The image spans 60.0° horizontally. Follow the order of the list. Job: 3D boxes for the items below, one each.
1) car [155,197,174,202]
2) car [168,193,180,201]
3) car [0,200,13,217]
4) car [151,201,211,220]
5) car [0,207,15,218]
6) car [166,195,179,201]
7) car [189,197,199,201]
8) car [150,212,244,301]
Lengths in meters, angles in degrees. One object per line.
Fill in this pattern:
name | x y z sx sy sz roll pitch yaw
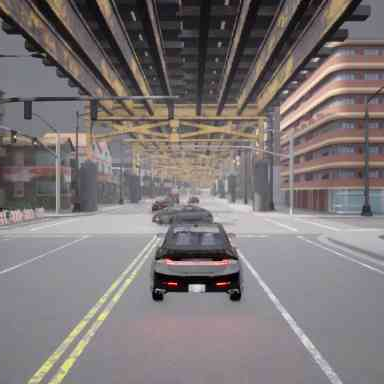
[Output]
car | -3.457 1.601 37.984 1.895 1.301 4.718 0 0 1
car | -3.341 1.204 59.044 2.150 2.045 5.566 0 0 1
car | -16.709 1.295 26.001 4.536 1.218 1.853 0 0 -20
car | -0.628 1.564 22.369 4.181 1.385 1.994 0 0 -36
car | -16.660 1.453 26.019 4.974 1.542 2.038 0 0 -20
car | -3.404 1.547 48.351 2.033 1.411 5.357 0 0 0
car | 0.319 1.516 56.612 1.812 1.442 4.674 0 0 0
car | 0.105 1.492 8.321 2.128 1.511 4.902 0 0 0
